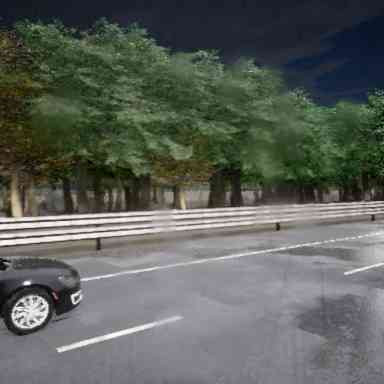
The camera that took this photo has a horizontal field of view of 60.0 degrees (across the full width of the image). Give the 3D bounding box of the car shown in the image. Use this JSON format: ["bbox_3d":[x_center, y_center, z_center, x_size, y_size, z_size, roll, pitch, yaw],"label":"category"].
[{"bbox_3d":[-4.236,1.493,5.046,4.892,1.490,1.837,-1,0,-35],"label":"car"}]
